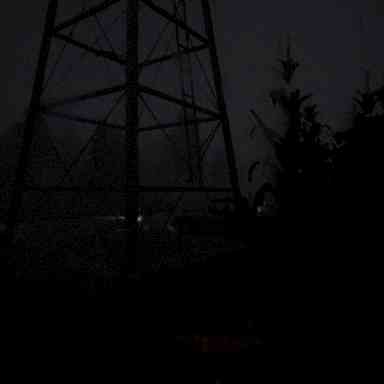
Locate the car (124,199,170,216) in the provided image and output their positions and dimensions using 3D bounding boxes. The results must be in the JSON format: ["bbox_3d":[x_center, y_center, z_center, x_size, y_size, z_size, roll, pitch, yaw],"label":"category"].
[{"bbox_3d":[-3.554,1.348,29.990,2.033,1.411,5.357,0,0,36],"label":"car"}]

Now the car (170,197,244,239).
[{"bbox_3d":[1.108,1.193,16.002,3.866,1.878,1.905,0,0,5],"label":"car"}]
